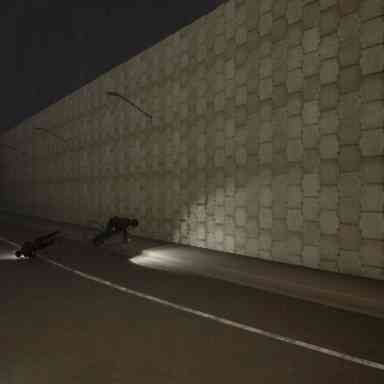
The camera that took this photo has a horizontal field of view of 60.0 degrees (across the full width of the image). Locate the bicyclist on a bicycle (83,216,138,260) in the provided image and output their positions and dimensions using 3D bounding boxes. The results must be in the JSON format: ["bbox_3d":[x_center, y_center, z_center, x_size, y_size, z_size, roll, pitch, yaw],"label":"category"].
[{"bbox_3d":[-2.549,1.371,10.950,1.620,1.656,0.582,-40,8,-6],"label":"bicyclist on a bicycle"}]
